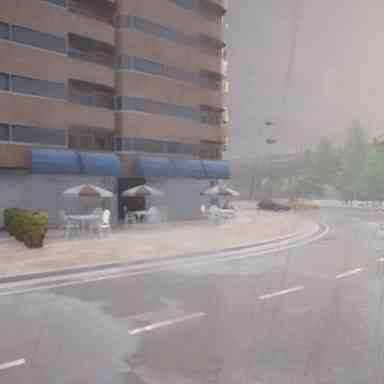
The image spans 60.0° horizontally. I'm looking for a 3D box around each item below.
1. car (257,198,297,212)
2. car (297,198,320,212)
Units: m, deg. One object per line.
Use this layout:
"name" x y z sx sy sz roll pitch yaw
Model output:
"car" 9.555 1.527 38.956 1.837 1.490 4.892 1 -1 -25
"car" 13.001 1.500 39.662 1.882 1.535 5.008 0 0 -24
